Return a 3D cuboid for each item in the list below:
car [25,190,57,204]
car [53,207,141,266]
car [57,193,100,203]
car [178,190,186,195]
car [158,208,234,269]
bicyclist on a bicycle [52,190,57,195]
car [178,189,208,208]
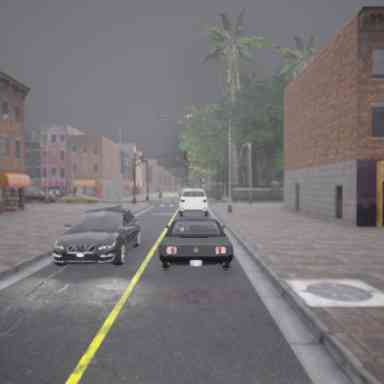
[{"bbox_3d":[-20.022,0.631,42.936,5.009,1.841,2.192,0,1,0],"label":"car"},{"bbox_3d":[-2.840,1.313,10.877,1.837,1.490,4.892,0,1,0],"label":"car"},{"bbox_3d":[-14.400,0.827,42.941,4.829,1.417,1.752,0,1,0],"label":"car"},{"bbox_3d":[-2.668,0.149,86.768,1.895,1.301,4.718,0,1,0],"label":"car"},{"bbox_3d":[0.107,1.418,10.379,1.895,1.301,4.718,0,1,0],"label":"car"},{"bbox_3d":[-20.097,0.530,48.582,0.582,1.620,1.656,0,1,0],"label":"bicyclist on a bicycle"},{"bbox_3d":[0.127,0.759,26.804,2.150,2.045,5.566,0,1,0],"label":"car"}]
